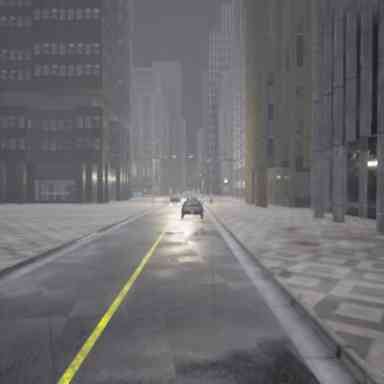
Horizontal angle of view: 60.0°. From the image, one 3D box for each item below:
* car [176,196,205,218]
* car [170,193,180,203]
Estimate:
[{"bbox_3d":[0.042,1.382,28.770,2.128,1.511,4.902,0,0,0],"label":"car"},{"bbox_3d":[-3.051,1.403,61.839,1.895,1.301,4.718,0,0,1],"label":"car"}]
